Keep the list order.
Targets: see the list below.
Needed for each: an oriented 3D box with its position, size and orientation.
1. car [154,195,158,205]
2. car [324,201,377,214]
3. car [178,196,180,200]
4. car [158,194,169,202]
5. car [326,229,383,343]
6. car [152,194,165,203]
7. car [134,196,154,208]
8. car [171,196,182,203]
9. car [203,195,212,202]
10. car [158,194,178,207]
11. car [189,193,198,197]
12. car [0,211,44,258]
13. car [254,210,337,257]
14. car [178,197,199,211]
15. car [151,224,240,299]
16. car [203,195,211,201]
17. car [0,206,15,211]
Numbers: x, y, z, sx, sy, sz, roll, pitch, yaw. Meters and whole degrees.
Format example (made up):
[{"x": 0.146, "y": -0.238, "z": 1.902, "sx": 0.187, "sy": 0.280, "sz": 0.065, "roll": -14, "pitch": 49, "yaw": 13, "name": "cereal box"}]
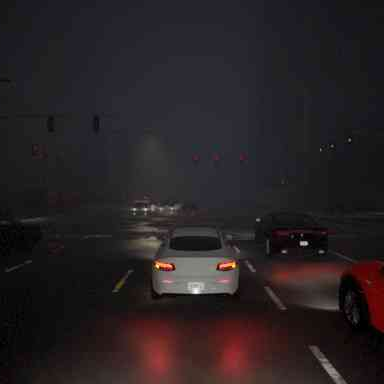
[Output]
[{"x": -7.093, "y": 1.491, "z": 58.090, "sx": 2.128, "sy": 1.511, "sz": 4.902, "roll": 0, "pitch": 0, "yaw": 1, "name": "car"}, {"x": 16.411, "y": 1.601, "z": 34.676, "sx": 4.718, "sy": 1.301, "sz": 1.895, "roll": 0, "pitch": 0, "yaw": 0, "name": "car"}, {"x": -3.544, "y": 1.505, "z": 60.444, "sx": 1.837, "sy": 1.490, "sz": 4.892, "roll": 0, "pitch": 0, "yaw": 1, "name": "car"}, {"x": -6.688, "y": 1.340, "z": 78.238, "sx": 2.097, "sy": 1.767, "sz": 4.553, "roll": 0, "pitch": 0, "yaw": 1, "name": "car"}, {"x": 3.601, "y": 1.352, "z": 3.966, "sx": 2.097, "sy": 1.767, "sz": 4.553, "roll": 0, "pitch": 0, "yaw": 0, "name": "car"}, {"x": -6.862, "y": 1.352, "z": 68.149, "sx": 2.097, "sy": 1.767, "sz": 4.553, "roll": 0, "pitch": 0, "yaw": 1, "name": "car"}, {"x": -7.240, "y": 1.478, "z": 48.823, "sx": 1.882, "sy": 1.535, "sz": 5.008, "roll": 0, "pitch": 0, "yaw": 1, "name": "car"}, {"x": -3.304, "y": 1.540, "z": 71.039, "sx": 2.033, "sy": 1.411, "sz": 5.357, "roll": 0, "pitch": 0, "yaw": 1, "name": "car"}, {"x": 3.828, "y": 1.478, "z": 79.146, "sx": 1.882, "sy": 1.535, "sz": 5.008, "roll": 0, "pitch": 0, "yaw": 1, "name": "car"}, {"x": -3.704, "y": 1.478, "z": 51.217, "sx": 1.882, "sy": 1.535, "sz": 5.008, "roll": 0, "pitch": 0, "yaw": 1, "name": "car"}, {"x": 0.329, "y": 1.591, "z": 79.257, "sx": 1.895, "sy": 1.301, "sz": 4.718, "roll": 0, "pitch": 0, "yaw": 1, "name": "car"}, {"x": -6.829, "y": 1.547, "z": 10.575, "sx": 2.033, "sy": 1.411, "sz": 5.357, "roll": 0, "pitch": 0, "yaw": 5, "name": "car"}, {"x": 3.647, "y": 1.478, "z": 13.005, "sx": 1.882, "sy": 1.535, "sz": 5.008, "roll": 0, "pitch": 0, "yaw": 2, "name": "car"}, {"x": -0.160, "y": 1.601, "z": 41.527, "sx": 1.895, "sy": 1.301, "sz": 4.718, "roll": 0, "pitch": 0, "yaw": 5, "name": "car"}, {"x": 0.062, "y": 1.526, "z": 8.295, "sx": 1.812, "sy": 1.442, "sz": 4.674, "roll": 0, "pitch": 0, "yaw": 0, "name": "car"}, {"x": 3.990, "y": 1.478, "z": 89.260, "sx": 1.882, "sy": 1.535, "sz": 5.008, "roll": 0, "pitch": 0, "yaw": 1, "name": "car"}, {"x": -17.412, "y": 1.478, "z": 27.705, "sx": 5.008, "sy": 1.535, "sz": 1.882, "roll": 0, "pitch": 0, "yaw": 0, "name": "car"}]
